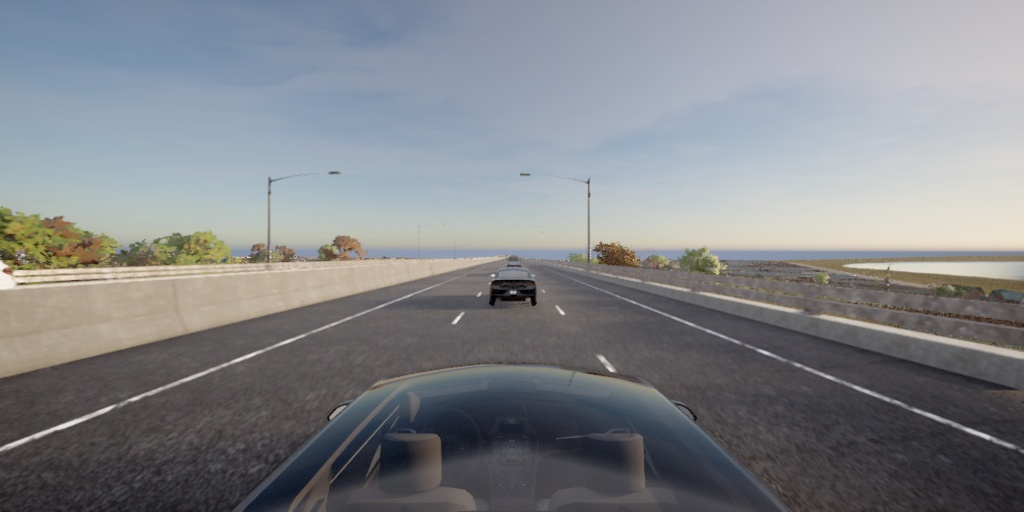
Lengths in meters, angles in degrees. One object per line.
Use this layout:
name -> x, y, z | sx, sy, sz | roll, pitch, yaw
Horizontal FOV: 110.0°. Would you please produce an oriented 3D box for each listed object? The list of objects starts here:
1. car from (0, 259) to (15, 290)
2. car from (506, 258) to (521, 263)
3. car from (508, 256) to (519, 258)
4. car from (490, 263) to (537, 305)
car -> -17.486, 0.683, 9.406 | 2.150, 2.045, 5.566 | 0, 0, 0
car -> 0.231, 1.274, 39.477 | 1.882, 1.535, 5.008 | 0, 0, 0
car -> 0.274, 1.048, 57.574 | 2.150, 2.045, 5.566 | 0, 0, 1
car -> 0.052, 1.242, 16.211 | 1.882, 1.535, 5.008 | 0, 0, 0
